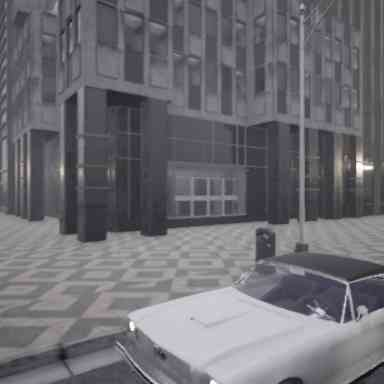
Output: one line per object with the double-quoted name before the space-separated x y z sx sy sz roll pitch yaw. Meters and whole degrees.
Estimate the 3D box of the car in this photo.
"car" 1.481 1.595 4.421 4.718 1.301 1.895 0 0 -36
